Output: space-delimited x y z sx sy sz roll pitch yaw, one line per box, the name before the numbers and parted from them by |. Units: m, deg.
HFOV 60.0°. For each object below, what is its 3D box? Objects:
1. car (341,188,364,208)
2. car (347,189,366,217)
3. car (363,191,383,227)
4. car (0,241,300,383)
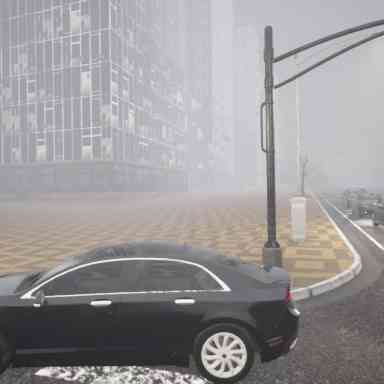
car | 13.188 0.454 26.700 2.128 1.511 4.902 -1 2 18
car | 11.175 0.759 20.643 1.994 1.385 4.181 -1 2 17
car | 9.106 0.928 14.355 2.128 1.511 4.902 -1 2 18
car | -1.014 1.505 4.750 4.892 1.490 1.837 0 0 0
